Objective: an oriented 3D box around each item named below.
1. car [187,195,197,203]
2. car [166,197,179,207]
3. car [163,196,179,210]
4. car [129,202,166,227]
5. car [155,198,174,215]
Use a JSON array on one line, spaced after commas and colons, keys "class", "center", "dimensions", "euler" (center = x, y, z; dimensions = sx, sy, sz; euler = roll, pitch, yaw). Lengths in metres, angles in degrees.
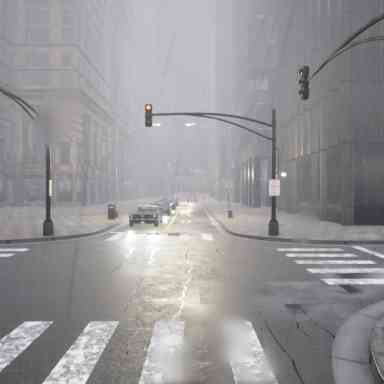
[{"class": "car", "center": [0.055, 1.365, 69.613], "dimensions": [2.097, 1.767, 4.553], "euler": [0, 0, 0]}, {"class": "car", "center": [-3.086, 1.531, 53.125], "dimensions": [1.812, 1.442, 4.674], "euler": [0, 0, 0]}, {"class": "car", "center": [-3.124, 1.354, 43.083], "dimensions": [2.097, 1.767, 4.553], "euler": [0, 0, 0]}, {"class": "car", "center": [-3.114, 1.601, 23.139], "dimensions": [1.895, 1.301, 4.718], "euler": [0, 0, 0]}, {"class": "car", "center": [-3.115, 1.564, 33.082], "dimensions": [1.994, 1.385, 4.181], "euler": [0, 0, 0]}]
